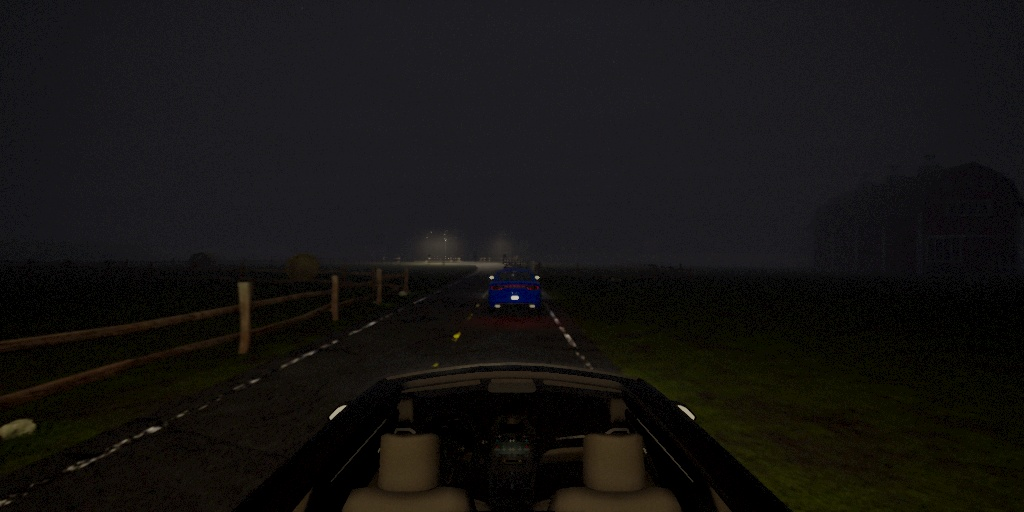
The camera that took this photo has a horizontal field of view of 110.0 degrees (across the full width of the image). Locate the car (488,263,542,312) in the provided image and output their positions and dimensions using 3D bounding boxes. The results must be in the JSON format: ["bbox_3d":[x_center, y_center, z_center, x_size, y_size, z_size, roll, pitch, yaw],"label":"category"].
[{"bbox_3d":[0.098,1.224,14.275,1.882,1.535,5.008,0,0,0],"label":"car"}]

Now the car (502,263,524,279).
[{"bbox_3d":[0.093,1.342,33.228,1.895,1.301,4.718,0,0,0],"label":"car"}]
